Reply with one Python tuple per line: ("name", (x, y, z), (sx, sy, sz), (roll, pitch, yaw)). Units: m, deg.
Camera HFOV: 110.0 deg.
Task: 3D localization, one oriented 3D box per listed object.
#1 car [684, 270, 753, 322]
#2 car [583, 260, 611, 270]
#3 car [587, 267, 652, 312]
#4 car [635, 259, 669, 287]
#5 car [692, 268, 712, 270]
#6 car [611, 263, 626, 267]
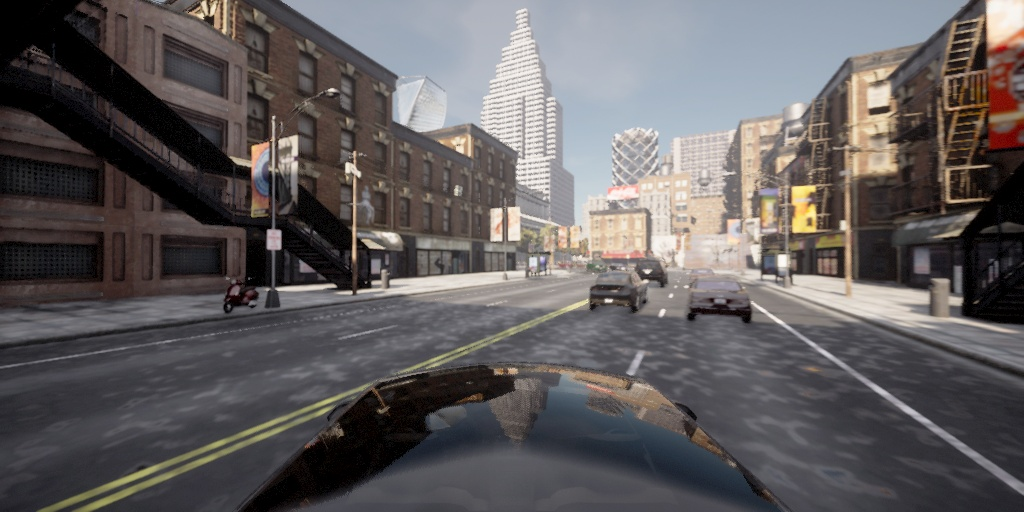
("car", (7.348, 1.423, 12.988), (2.033, 1.411, 5.357), (0, -1, 26))
("car", (13.875, 1.635, 59.045), (2.150, 2.045, 5.566), (0, -1, -3))
("car", (4.645, 1.413, 15.400), (1.837, 1.490, 4.892), (0, 0, 27))
("car", (10.873, 1.273, 28.019), (2.150, 2.045, 5.566), (0, 0, 27))
("car", (13.997, 1.574, 26.429), (2.033, 1.411, 5.357), (0, -1, 26))
("car", (17.329, 1.889, 58.401), (2.128, 1.511, 4.902), (0, -1, -1))
